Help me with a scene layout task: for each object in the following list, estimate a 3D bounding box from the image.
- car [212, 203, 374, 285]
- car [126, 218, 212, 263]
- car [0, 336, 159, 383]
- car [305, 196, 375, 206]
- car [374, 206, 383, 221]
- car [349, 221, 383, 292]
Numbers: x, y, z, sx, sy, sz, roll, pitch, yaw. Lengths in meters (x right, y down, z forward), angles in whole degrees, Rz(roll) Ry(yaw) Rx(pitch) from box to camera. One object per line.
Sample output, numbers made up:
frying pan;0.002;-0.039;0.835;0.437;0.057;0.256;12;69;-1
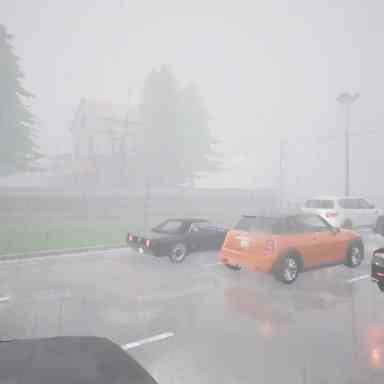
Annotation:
car;3.085;1.352;9.794;4.553;1.767;2.097;0;0;-36
car;0.169;1.601;11.996;4.718;1.301;1.895;0;0;-36
car;-2.548;1.548;1.420;5.357;1.411;2.033;0;0;-35
car;8.100;1.223;17.693;5.566;2.045;2.150;0;0;-36
car;10.541;1.479;15.139;5.008;1.535;1.882;0;0;-36
car;5.970;1.492;7.553;4.902;1.511;2.128;0;0;-36
